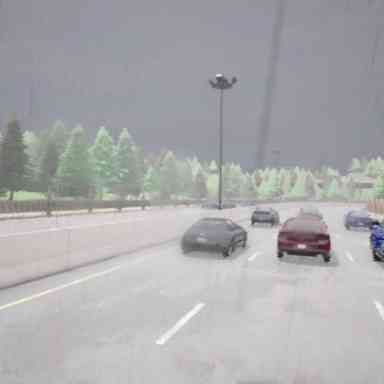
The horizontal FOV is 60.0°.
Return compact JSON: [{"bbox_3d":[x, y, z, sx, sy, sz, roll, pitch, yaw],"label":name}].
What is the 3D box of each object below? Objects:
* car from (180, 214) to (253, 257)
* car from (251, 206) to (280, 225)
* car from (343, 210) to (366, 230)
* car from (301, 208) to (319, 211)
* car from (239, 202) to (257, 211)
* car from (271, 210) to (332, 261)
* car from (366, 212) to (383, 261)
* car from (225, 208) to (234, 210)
[{"bbox_3d":[1.074,1.783,14.184,1.994,1.385,4.181,1,-1,21],"label":"car"},{"bbox_3d":[6.203,2.012,28.011,2.128,1.511,4.902,1,-1,21],"label":"car"},{"bbox_3d":[12.993,2.173,26.169,1.812,1.442,4.674,1,-1,21],"label":"car"},{"bbox_3d":[9.483,2.069,26.791,2.128,1.511,4.902,1,-1,21],"label":"car"},{"bbox_3d":[9.724,2.550,57.844,2.033,1.411,5.357,1,-1,21],"label":"car"},{"bbox_3d":[4.679,1.771,13.818,1.882,1.535,5.008,1,-1,21],"label":"car"},{"bbox_3d":[7.152,1.527,10.475,2.150,2.045,5.566,1,-1,21],"label":"car"},{"bbox_3d":[6.448,2.510,59.092,1.994,1.385,4.181,1,-1,21],"label":"car"}]
